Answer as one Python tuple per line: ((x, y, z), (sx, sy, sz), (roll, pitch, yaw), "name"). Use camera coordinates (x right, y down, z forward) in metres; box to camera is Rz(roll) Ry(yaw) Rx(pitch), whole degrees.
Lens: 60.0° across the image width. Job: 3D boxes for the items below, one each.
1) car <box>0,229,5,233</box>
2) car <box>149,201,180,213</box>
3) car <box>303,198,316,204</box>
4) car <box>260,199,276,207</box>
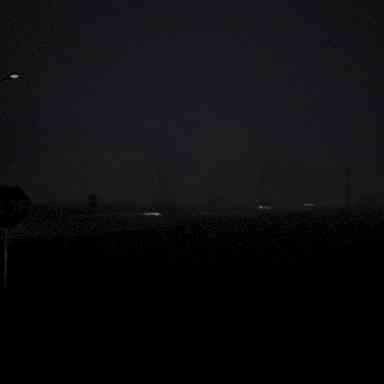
((-11.831, 1.531, 16.238), (1.837, 1.490, 4.892), (1, -1, 36), "car")
((-3.268, 1.841, 40.005), (1.994, 1.385, 4.181), (1, 1, 36), "car")
((30.682, 2.252, 86.913), (2.097, 1.767, 4.553), (1, 0, 36), "car")
((14.888, 2.141, 65.092), (1.994, 1.385, 4.181), (1, 0, 36), "car")
